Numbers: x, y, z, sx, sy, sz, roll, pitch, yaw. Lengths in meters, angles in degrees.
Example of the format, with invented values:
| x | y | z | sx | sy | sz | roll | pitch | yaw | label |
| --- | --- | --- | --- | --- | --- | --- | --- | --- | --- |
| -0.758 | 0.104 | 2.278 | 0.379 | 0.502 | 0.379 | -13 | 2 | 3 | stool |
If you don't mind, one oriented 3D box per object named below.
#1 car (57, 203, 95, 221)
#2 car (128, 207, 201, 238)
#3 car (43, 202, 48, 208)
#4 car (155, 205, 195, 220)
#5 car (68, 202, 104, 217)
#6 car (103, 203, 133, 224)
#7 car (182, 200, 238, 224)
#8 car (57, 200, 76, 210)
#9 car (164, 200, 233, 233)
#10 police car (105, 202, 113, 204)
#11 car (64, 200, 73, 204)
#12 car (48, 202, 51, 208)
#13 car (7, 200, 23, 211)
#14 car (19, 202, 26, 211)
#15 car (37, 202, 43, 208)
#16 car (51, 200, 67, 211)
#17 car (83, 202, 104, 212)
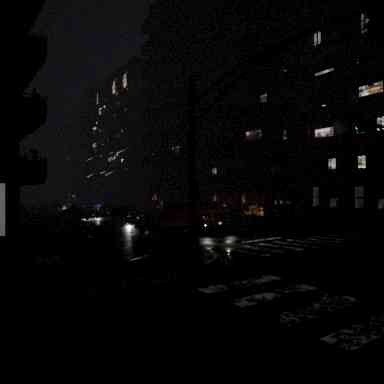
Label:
| x | y | z | sx | sy | sz | roll | pitch | yaw | label |
| --- | --- | --- | --- | --- | --- | --- | --- | --- | --- |
| -11.877 | 2.163 | 33.835 | 1.887 | 1.381 | 4.507 | -1 | 0 | -36 | car |
| -1.804 | 1.832 | 19.941 | 1.752 | 1.417 | 4.829 | -1 | 0 | -36 | car |
| -31.750 | 2.972 | 75.464 | 1.947 | 1.339 | 4.313 | -1 | 0 | -36 | car |
| -1.830 | 2.045 | 34.199 | 1.887 | 1.381 | 4.507 | -1 | 0 | -36 | car |
| -12.531 | 2.245 | 39.195 | 2.033 | 1.411 | 5.357 | 0 | -1 | -36 | car |
| -6.025 | 2.003 | 30.202 | 1.837 | 1.490 | 4.892 | 0 | -1 | -36 | car |
| 1.488 | 1.713 | 29.615 | 2.192 | 1.841 | 5.009 | -1 | 0 | -36 | car |
| -25.107 | 2.523 | 66.294 | 2.192 | 1.841 | 5.009 | -1 | 0 | -36 | car |
| 0.038 | 1.531 | 21.826 | 2.150 | 2.045 | 5.566 | 0 | -1 | -36 | car |
| -12.311 | 2.256 | 49.488 | 1.930 | 1.638 | 5.238 | 0 | -1 | -36 | police car |
| -17.691 | 2.418 | 51.738 | 2.128 | 1.511 | 4.902 | 0 | -1 | -36 | car |
| -28.433 | 2.623 | 70.880 | 2.192 | 1.841 | 5.009 | -1 | 0 | -36 | car |
| -35.154 | 2.639 | 65.931 | 2.192 | 1.841 | 5.009 | -1 | 0 | -36 | car |
| -31.825 | 2.769 | 61.346 | 1.887 | 1.381 | 4.507 | -1 | 0 | -36 | car |
| -35.076 | 3.049 | 80.050 | 1.887 | 1.381 | 4.507 | -1 | 0 | -36 | car |
| -23.220 | 2.600 | 59.366 | 1.837 | 1.490 | 4.892 | 0 | -1 | -36 | car |
| -16.351 | 2.432 | 55.069 | 1.882 | 1.535 | 5.008 | 0 | -1 | -36 | car |
